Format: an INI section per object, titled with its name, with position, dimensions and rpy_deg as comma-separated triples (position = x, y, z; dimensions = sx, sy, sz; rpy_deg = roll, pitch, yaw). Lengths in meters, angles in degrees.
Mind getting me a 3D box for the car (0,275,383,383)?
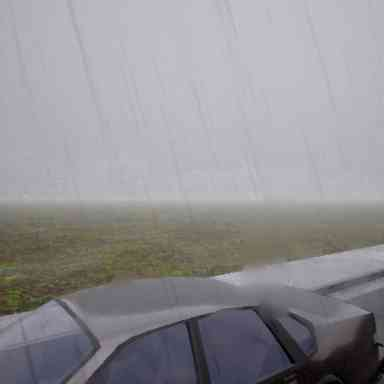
[car]
position = -0.463, 1.547, 2.738
dimensions = 5.357, 1.411, 2.033
rpy_deg = 0, 0, -35
